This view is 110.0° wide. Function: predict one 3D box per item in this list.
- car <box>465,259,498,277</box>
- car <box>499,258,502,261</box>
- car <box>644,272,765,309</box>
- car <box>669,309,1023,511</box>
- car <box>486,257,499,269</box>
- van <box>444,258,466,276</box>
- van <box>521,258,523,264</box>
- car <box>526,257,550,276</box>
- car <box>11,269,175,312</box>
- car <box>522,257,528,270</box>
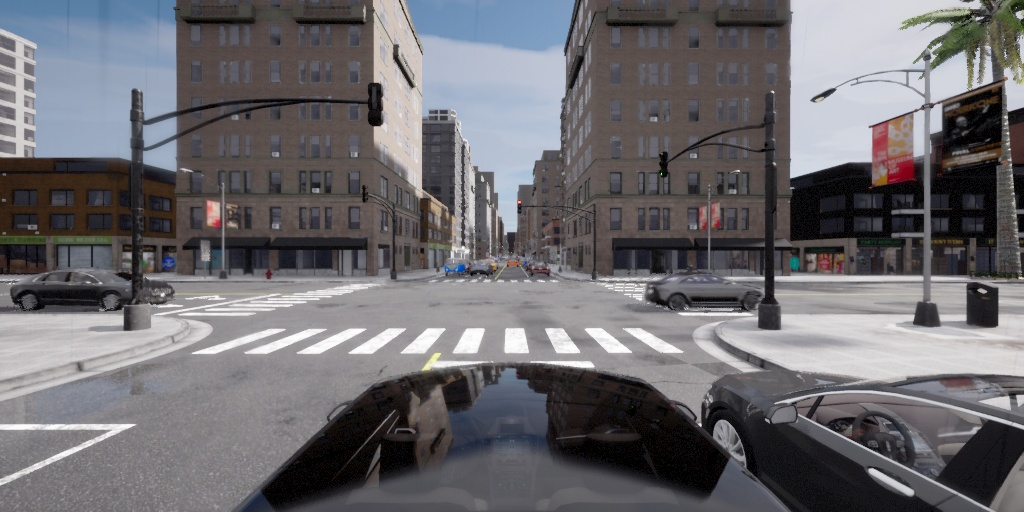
[{"bbox_3d":[-2.997,1.300,36.608,2.033,1.411,5.357,0,0,4],"label":"car"},{"bbox_3d":[-2.968,1.354,56.228,1.895,1.301,4.718,0,0,0],"label":"car"},{"bbox_3d":[7.303,1.330,13.756,4.181,1.385,1.994,0,0,0],"label":"car"},{"bbox_3d":[2.668,1.300,1.749,2.007,1.370,4.403,0,0,0],"label":"car"},{"bbox_3d":[-3.001,1.231,46.309,1.882,1.535,5.008,0,0,0],"label":"car"},{"bbox_3d":[-5.782,1.093,36.418,1.690,1.789,3.998,0,0,0],"label":"van"},{"bbox_3d":[2.799,1.094,59.076,1.690,1.789,3.998,0,0,0],"label":"van"},{"bbox_3d":[2.743,1.192,36.399,1.967,1.591,4.097,0,0,0],"label":"car"},{"bbox_3d":[-15.688,1.236,13.587,4.892,1.490,1.837,0,0,0],"label":"car"},{"bbox_3d":[2.771,1.193,47.737,1.967,1.591,4.097,0,0,0],"label":"car"}]
